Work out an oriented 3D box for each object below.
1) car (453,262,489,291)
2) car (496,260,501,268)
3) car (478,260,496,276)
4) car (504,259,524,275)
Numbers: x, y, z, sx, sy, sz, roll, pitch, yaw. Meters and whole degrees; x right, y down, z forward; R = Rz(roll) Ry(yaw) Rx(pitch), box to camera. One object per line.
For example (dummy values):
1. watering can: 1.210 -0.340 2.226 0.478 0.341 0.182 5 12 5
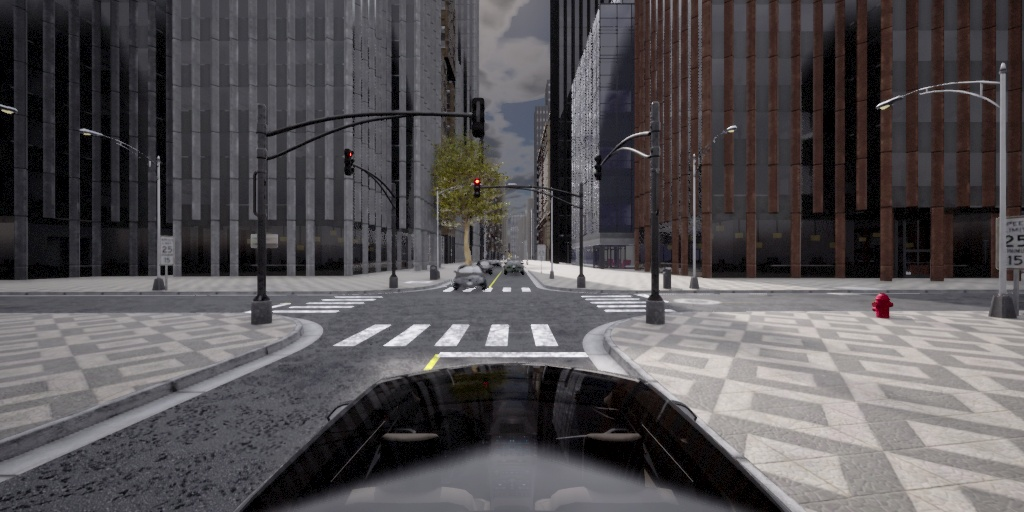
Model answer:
1. car: -2.602 1.277 22.087 1.812 1.442 4.674 0 0 -7
2. car: -2.816 1.354 61.356 1.895 1.301 4.718 0 0 1
3. car: -2.978 1.230 37.588 1.882 1.535 5.008 0 0 0
4. car: 0.227 1.104 39.901 2.097 1.767 4.553 0 0 0
